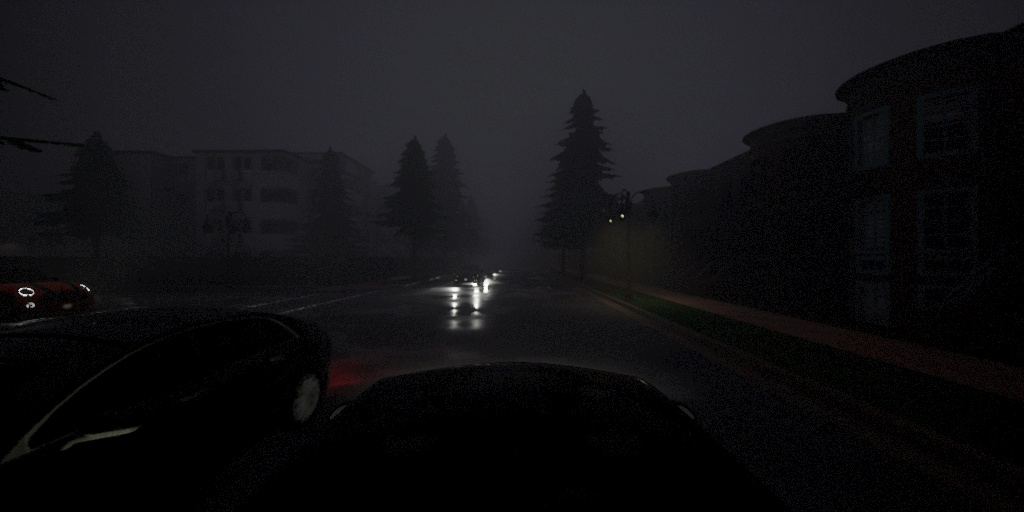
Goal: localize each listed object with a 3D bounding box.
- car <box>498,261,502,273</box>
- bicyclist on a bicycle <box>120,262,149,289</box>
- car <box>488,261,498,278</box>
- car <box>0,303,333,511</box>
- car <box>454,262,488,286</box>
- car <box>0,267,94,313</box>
[{"bbox_3d":[-2.734,1.513,46.376,1.994,1.385,4.181,0,0,1],"label":"car"},{"bbox_3d":[-22.872,1.180,21.744,0.582,1.620,1.656,0,0,1],"label":"bicyclist on a bicycle"},{"bbox_3d":[-2.929,1.397,36.356,2.128,1.511,4.902,0,0,1],"label":"car"},{"bbox_3d":[-3.325,1.262,2.844,1.837,1.490,4.892,1,0,1],"label":"car"},{"bbox_3d":[-3.103,1.369,26.798,1.837,1.490,4.892,0,0,1],"label":"car"},{"bbox_3d":[-17.841,1.187,12.644,4.553,1.767,2.097,0,0,1],"label":"car"}]
